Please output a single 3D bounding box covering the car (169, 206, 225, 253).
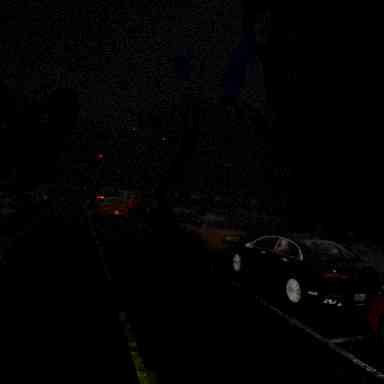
[{"bbox_3d":[0.652,1.526,13.618,1.752,1.417,4.829,4,0,-19],"label":"car"}]

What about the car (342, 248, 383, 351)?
[{"bbox_3d":[4.247,1.586,3.172,2.192,1.841,5.009,4,0,-19],"label":"car"}]

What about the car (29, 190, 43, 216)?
[{"bbox_3d":[-10.867,0.782,20.969,1.947,1.339,4.313,4,0,-19],"label":"car"}]

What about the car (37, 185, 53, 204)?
[{"bbox_3d":[-14.385,0.394,31.253,1.967,1.590,4.097,4,0,-19],"label":"car"}]

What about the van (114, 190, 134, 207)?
[{"bbox_3d":[-8.097,0.691,39.167,1.690,1.788,3.998,4,0,-19],"label":"van"}]

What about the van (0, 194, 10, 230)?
[{"bbox_3d":[-7.326,0.821,10.685,1.690,1.788,3.998,4,0,-19],"label":"van"}]

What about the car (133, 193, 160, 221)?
[{"bbox_3d":[-2.814,1.182,23.741,1.967,1.590,4.097,4,0,-19],"label":"car"}]

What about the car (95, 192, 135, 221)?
[{"bbox_3d":[-5.460,1.046,23.114,1.882,1.535,5.008,4,0,-18],"label":"car"}]

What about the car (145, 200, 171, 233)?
[{"bbox_3d":[-1.058,1.418,18.599,1.887,1.381,4.507,4,0,-19],"label":"car"}]

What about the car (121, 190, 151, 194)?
[{"bbox_3d":[-4.569,0.926,28.883,2.192,1.841,5.009,4,0,-19],"label":"car"}]

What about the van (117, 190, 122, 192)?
[{"bbox_3d":[-6.334,0.822,34.025,1.690,1.788,3.998,4,0,-19],"label":"van"}]

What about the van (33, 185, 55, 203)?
[{"bbox_3d":[-16.142,0.165,36.395,1.690,1.788,3.998,4,0,-19],"label":"van"}]

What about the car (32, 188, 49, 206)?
[{"bbox_3d":[-12.572,0.614,25.951,1.752,1.417,4.829,4,0,-19],"label":"car"}]

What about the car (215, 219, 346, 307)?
[{"bbox_3d":[2.468,1.688,8.315,2.008,1.369,4.403,4,0,-19],"label":"car"}]

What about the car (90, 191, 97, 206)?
[{"bbox_3d":[-10.172,0.708,36.833,2.128,1.511,4.902,4,0,-19],"label":"car"}]

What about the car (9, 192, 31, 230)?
[{"bbox_3d":[-9.046,0.877,15.667,1.752,1.417,4.829,4,0,-19],"label":"car"}]
